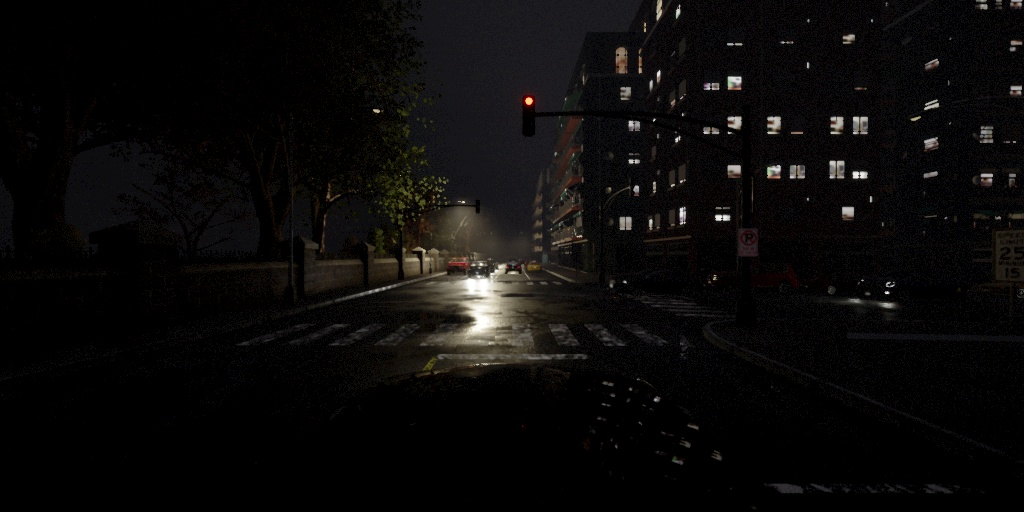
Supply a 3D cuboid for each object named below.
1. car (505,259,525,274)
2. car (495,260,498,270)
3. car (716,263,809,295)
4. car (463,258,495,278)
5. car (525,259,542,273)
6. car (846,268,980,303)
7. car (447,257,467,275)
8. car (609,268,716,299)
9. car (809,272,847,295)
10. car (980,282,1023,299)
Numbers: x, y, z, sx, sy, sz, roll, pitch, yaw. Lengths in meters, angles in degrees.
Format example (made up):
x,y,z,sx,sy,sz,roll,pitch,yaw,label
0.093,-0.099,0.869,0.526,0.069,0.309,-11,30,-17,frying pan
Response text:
x,y,z,sx,sy,sz,roll,pitch,yaw,label
0.126,1.302,41.758,2.033,1.411,5.357,0,0,0,car
-3.067,1.261,43.676,1.837,1.490,4.892,0,0,0,car
14.612,1.337,21.966,5.009,1.841,2.192,0,0,0,car
-3.078,1.243,34.325,2.128,1.511,4.902,0,0,0,car
2.721,1.282,44.266,1.751,1.417,4.829,0,0,0,car
21.501,1.512,19.387,4.553,1.767,2.097,1,0,0,car
-5.664,1.068,38.566,2.192,1.841,5.009,0,0,0,car
7.650,1.377,18.974,4.902,1.511,2.128,2,0,-6,car
20.307,1.670,21.980,4.507,1.381,1.888,0,0,0,car
31.528,1.856,22.006,4.829,1.417,1.751,0,0,0,car
